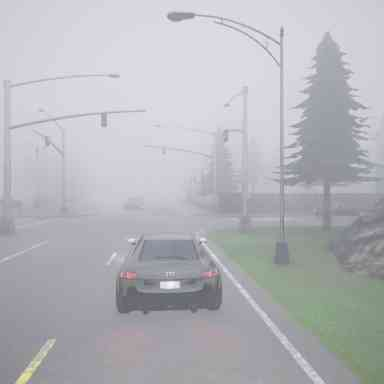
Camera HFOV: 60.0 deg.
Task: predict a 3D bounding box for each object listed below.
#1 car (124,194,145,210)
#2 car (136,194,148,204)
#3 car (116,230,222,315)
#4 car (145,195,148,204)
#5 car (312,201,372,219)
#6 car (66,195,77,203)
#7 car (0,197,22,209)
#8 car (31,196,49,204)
[{"bbox_3d":[-7.608,1.352,43.092,2.097,1.767,4.553,0,0,-5],"label":"car"},{"bbox_3d":[-9.477,1.352,63.152,2.097,1.767,4.553,0,0,-5],"label":"car"},{"bbox_3d":[-0.556,1.564,7.701,1.994,1.385,4.181,0,0,-5],"label":"car"},{"bbox_3d":[-8.538,1.564,52.942,1.994,1.385,4.181,0,0,-5],"label":"car"},{"bbox_3d":[12.716,1.492,28.334,4.902,1.511,2.128,0,0,-7],"label":"car"},{"bbox_3d":[-23.555,1.374,64.347,1.845,1.501,3.633,0,0,-5],"label":"car"},{"bbox_3d":[-21.330,1.340,38.409,2.007,1.523,4.514,0,0,-5],"label":"car"},{"bbox_3d":[-25.893,1.384,56.700,1.970,1.475,3.806,0,0,-5],"label":"car"}]
